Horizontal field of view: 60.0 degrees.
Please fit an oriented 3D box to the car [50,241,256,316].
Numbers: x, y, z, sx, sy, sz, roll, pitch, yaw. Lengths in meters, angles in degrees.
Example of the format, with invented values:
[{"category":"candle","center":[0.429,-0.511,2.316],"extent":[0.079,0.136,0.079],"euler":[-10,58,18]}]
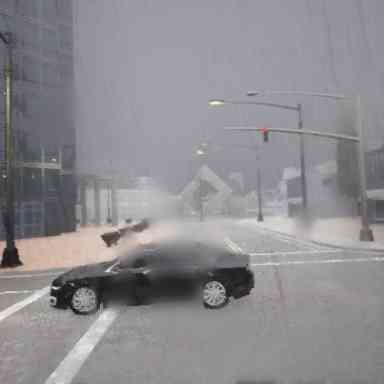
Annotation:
[{"category":"car","center":[-0.917,2.022,8.234],"extent":[4.892,1.490,1.837],"euler":[-2,-3,-1]}]
